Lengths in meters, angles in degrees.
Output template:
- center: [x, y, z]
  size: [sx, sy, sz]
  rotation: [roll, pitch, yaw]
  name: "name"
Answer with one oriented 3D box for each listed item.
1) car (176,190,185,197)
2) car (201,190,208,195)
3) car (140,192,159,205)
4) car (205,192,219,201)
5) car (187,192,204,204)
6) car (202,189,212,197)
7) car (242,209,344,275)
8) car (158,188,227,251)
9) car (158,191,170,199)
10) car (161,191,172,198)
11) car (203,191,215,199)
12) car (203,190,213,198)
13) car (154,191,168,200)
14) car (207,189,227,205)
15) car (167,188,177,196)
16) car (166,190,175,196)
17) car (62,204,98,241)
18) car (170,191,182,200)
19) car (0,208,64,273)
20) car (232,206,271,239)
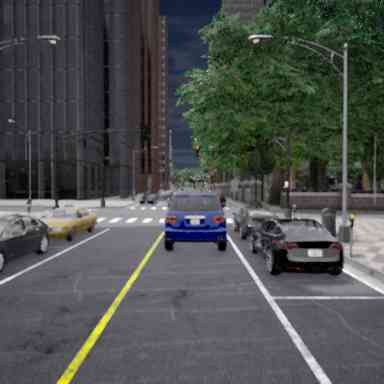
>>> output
- center: [-2.479, 0.343, 71.817]
  size: [1.812, 1.442, 4.674]
  rotation: [0, 1, 0]
  name: "car"
- center: [3.423, 0.051, 91.131]
  size: [1.752, 1.417, 4.829]
  rotation: [0, 1, 0]
  name: "car"
- center: [-5.459, 0.868, 41.914]
  size: [1.947, 1.339, 4.313]
  rotation: [0, 1, 0]
  name: "car"
- center: [3.145, 0.694, 52.772]
  size: [1.947, 1.339, 4.313]
  rotation: [0, 1, 0]
  name: "car"
- center: [0.418, 0.759, 43.966]
  size: [2.128, 1.511, 4.902]
  rotation: [0, 1, 0]
  name: "car"
- center: [3.304, 0.224, 74.593]
  size: [1.967, 1.590, 4.097]
  rotation: [0, 1, 0]
  name: "car"
- center: [2.833, 1.399, 9.688]
  size: [1.947, 1.339, 4.313]
  rotation: [0, 1, 0]
  name: "car"
- center: [0.168, 0.996, 13.201]
  size: [2.150, 2.045, 5.566]
  rotation: [0, 1, 2]
  name: "car"
- center: [-5.301, 0.539, 63.739]
  size: [1.802, 1.307, 4.206]
  rotation: [0, 1, 0]
  name: "car"
- center: [-5.261, 0.453, 69.195]
  size: [1.802, 1.307, 4.206]
  rotation: [0, 1, 0]
  name: "car"
- center: [3.224, 0.507, 63.683]
  size: [2.008, 1.369, 4.403]
  rotation: [0, 1, 0]
  name: "car"
- center: [3.264, 0.310, 69.137]
  size: [1.967, 1.590, 4.097]
  rotation: [0, 1, 0]
  name: "car"
- center: [-5.340, 0.594, 58.282]
  size: [2.008, 1.369, 4.403]
  rotation: [0, 1, 0]
  name: "car"
- center: [3.066, 0.616, 41.857]
  size: [2.192, 1.841, 5.009]
  rotation: [0, 1, 0]
  name: "car"
- center: [-5.142, -0.071, 85.559]
  size: [2.192, 1.841, 5.009]
  rotation: [0, 1, 0]
  name: "car"
- center: [-5.182, 0.281, 80.108]
  size: [1.802, 1.307, 4.206]
  rotation: [0, 1, 0]
  name: "car"
- center: [-5.653, 1.269, 15.082]
  size: [1.752, 1.417, 4.829]
  rotation: [0, 1, 0]
  name: "car"
- center: [-2.652, 0.606, 55.841]
  size: [1.812, 1.442, 4.674]
  rotation: [0, 1, 1]
  name: "car"
- center: [-5.692, 1.385, 9.741]
  size: [2.008, 1.369, 4.403]
  rotation: [0, 1, 0]
  name: "car"
- center: [2.873, 1.291, 15.200]
  size: [2.008, 1.369, 4.403]
  rotation: [0, 1, 0]
  name: "car"
